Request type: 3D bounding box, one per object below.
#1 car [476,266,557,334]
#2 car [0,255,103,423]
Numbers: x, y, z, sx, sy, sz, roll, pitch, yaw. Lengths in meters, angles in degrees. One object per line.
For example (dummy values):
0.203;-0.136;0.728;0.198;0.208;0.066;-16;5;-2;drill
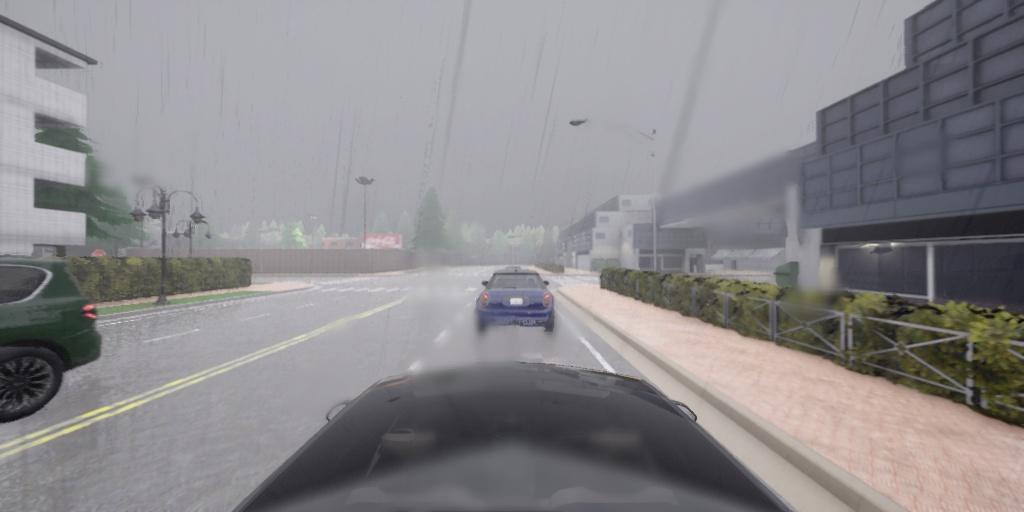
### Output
0.108;1.179;11.127;2.097;1.767;4.553;0;0;0;car
-7.096;0.981;2.882;2.150;2.045;5.566;0;0;0;car
